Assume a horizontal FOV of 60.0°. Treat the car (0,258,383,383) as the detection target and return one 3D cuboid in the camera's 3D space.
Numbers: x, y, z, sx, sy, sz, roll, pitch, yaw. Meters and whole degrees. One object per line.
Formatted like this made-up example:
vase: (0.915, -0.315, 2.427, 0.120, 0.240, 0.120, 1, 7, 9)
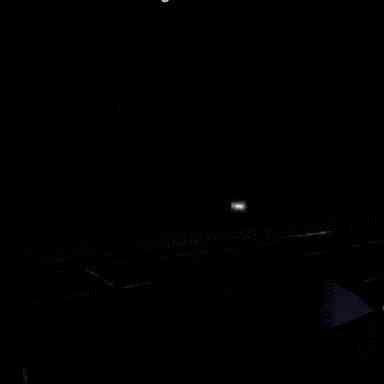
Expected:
car: (0.834, 1.547, 3.907, 5.357, 1.411, 2.033, 0, 0, -35)
